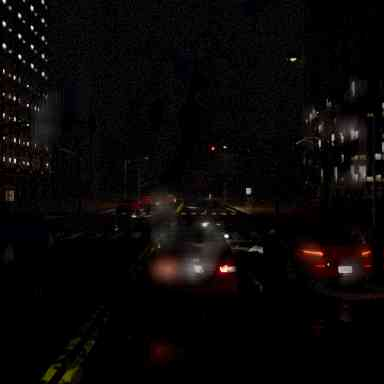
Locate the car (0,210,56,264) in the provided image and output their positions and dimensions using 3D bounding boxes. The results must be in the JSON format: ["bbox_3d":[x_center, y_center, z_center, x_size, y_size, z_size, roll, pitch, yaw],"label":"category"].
[{"bbox_3d":[-6.624,1.472,11.960,1.882,1.535,5.008,0,0,0],"label":"car"}]

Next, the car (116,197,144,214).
[{"bbox_3d":[-6.669,1.453,35.010,1.882,1.535,5.008,0,0,0],"label":"car"}]

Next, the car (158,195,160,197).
[{"bbox_3d":[-6.719,1.434,68.840,1.812,1.442,4.674,0,0,-1],"label":"car"}]

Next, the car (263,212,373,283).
[{"bbox_3d":[3.330,1.522,9.537,1.812,1.442,4.674,0,0,0],"label":"car"}]

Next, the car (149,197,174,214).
[{"bbox_3d":[-3.201,1.522,35.790,2.033,1.411,5.357,0,0,-3],"label":"car"}]

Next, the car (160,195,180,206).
[{"bbox_3d":[-3.454,1.293,53.288,2.097,1.767,4.553,0,0,0],"label":"car"}]

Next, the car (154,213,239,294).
[{"bbox_3d":[0.081,1.544,8.951,2.033,1.411,5.357,0,0,0],"label":"car"}]

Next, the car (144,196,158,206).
[{"bbox_3d":[-6.698,1.427,50.004,1.882,1.535,5.008,0,1,0],"label":"car"}]

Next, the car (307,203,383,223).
[{"bbox_3d":[10.756,1.546,23.842,4.902,1.511,2.128,0,1,4],"label":"car"}]
